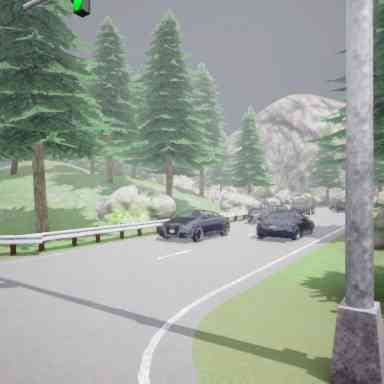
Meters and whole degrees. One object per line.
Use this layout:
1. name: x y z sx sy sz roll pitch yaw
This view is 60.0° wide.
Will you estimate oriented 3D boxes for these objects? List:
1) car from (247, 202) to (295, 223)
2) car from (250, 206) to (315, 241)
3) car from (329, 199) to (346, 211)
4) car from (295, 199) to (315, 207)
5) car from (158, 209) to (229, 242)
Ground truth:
1. car: 5.741 1.509 24.918 2.128 1.511 4.902 0 0 34
2. car: 4.904 1.642 17.202 1.994 1.385 4.181 0 -1 34
3. car: 17.719 1.560 39.664 2.128 1.511 4.902 1 0 10
4. car: 11.212 1.524 33.548 1.837 1.490 4.892 0 0 27
5. car: 0.205 1.580 16.657 1.994 1.385 4.181 0 0 34
